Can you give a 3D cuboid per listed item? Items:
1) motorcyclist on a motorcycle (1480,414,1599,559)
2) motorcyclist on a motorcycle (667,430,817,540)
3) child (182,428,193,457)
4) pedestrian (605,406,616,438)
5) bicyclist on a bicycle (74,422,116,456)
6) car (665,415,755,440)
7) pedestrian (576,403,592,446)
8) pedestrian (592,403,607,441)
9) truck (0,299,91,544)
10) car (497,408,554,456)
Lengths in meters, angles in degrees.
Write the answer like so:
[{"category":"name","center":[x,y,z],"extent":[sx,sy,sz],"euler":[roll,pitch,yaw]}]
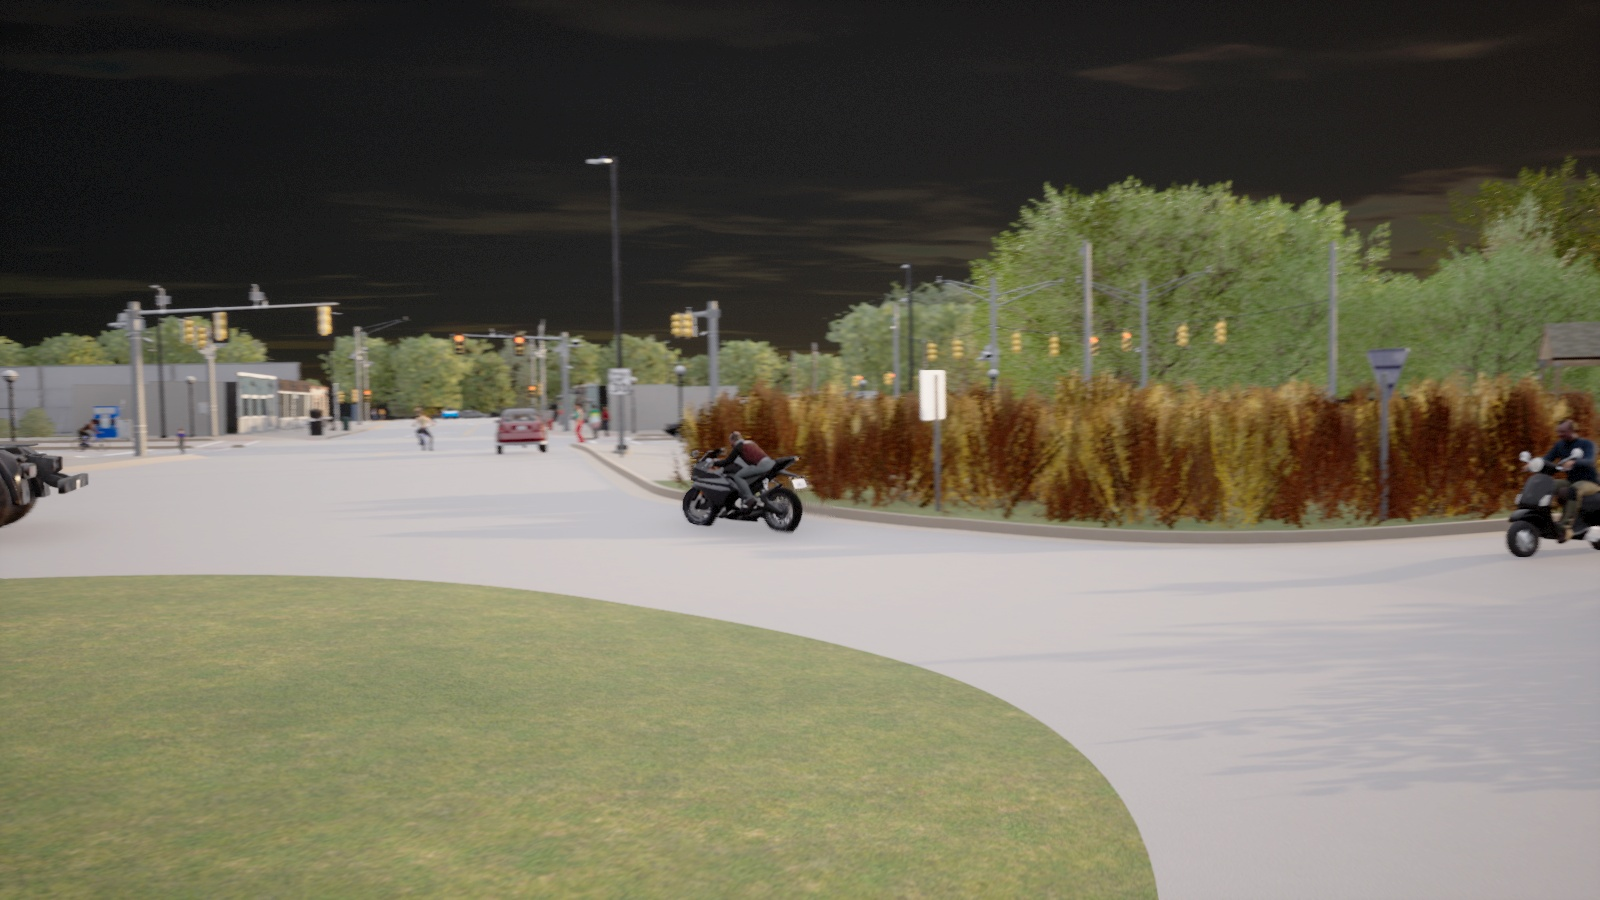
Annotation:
[{"category":"motorcyclist on a motorcycle","center":[8.988,0.386,14.637],"extent":[1.817,1.590,0.866],"euler":[-2,1,-21]},{"category":"motorcyclist on a motorcycle","center":[-0.904,0.491,19.210],"extent":[2.191,1.530,0.866],"euler":[2,4,34]},{"category":"child","center":[-27.622,-0.343,56.628],"extent":[0.270,1.263,0.437],"euler":[-2,3,-10]},{"category":"pedestrian","center":[-11.076,-1.648,73.419],"extent":[0.331,1.846,0.636],"euler":[-1,3,14]},{"category":"bicyclist on a bicycle","center":[-34.682,-0.556,61.797],"extent":[1.656,1.620,0.582],"euler":[-1,2,-18]},{"category":"car","center":[-5.027,-1.268,70.352],"extent":[4.718,1.301,1.895],"euler":[0,2,-17]},{"category":"pedestrian","center":[-9.367,-1.117,54.409],"extent":[0.594,1.836,0.345],"euler":[-2,3,-15]},{"category":"pedestrian","center":[-10.549,-1.492,66.015],"extent":[0.659,1.952,0.873],"euler":[-2,3,-11]},{"category":"truck","center":[-14.807,-0.357,17.787],"extent":[7.936,3.462,2.891],"euler":[-1,2,-23]},{"category":"car","center":[-9.486,-0.647,43.283],"extent":[1.789,1.549,3.705],"euler":[-3,2,-13]}]
